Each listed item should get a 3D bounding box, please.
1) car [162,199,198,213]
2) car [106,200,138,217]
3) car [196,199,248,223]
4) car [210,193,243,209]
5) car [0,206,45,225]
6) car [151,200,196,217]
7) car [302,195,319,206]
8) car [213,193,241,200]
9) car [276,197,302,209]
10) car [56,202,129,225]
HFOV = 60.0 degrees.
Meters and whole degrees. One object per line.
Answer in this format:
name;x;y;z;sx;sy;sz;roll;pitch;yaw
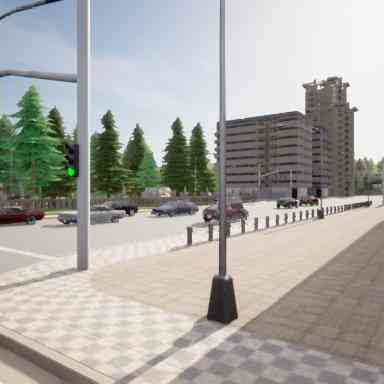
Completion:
car;-1.304;1.564;37.898;1.994;1.385;4.181;0;0;35
car;-7.050;1.478;29.828;1.882;1.535;5.008;0;0;36
car;2.535;1.526;24.868;1.812;1.442;4.674;0;0;35
car;4.946;1.221;46.600;2.150;2.045;5.566;0;0;36
car;-12.534;1.601;22.207;1.895;1.301;4.718;0;0;37
car;-1.508;1.547;31.569;2.033;1.411;5.357;0;0;36
car;19.069;1.352;54.102;2.097;1.767;4.553;0;0;35
car;4.298;1.352;39.705;2.097;1.767;4.553;0;0;36
car;13.186;1.505;45.837;1.837;1.490;4.892;0;0;35
car;-7.110;1.601;23.710;1.895;1.301;4.718;0;0;35
